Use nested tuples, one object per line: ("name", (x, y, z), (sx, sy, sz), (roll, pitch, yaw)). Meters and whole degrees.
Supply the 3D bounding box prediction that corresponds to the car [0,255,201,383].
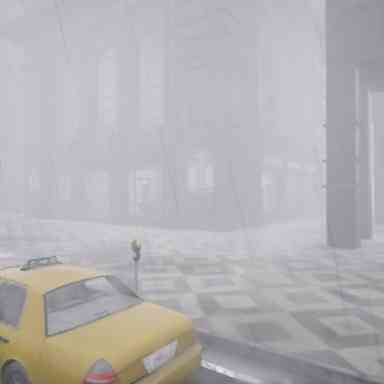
("car", (-2.178, 1.549, 4.524), (4.829, 1.417, 1.752), (0, 0, 36))
